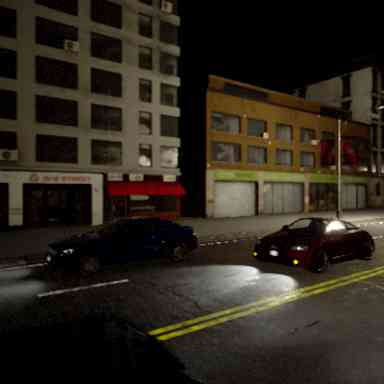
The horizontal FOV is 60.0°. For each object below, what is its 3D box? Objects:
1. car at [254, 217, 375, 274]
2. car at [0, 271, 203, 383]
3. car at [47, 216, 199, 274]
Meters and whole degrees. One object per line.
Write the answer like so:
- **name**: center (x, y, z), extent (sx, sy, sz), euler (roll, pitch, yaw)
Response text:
- **car**: center (3.909, 1.513, 10.467), extent (4.181, 1.385, 1.994), euler (0, 0, -36)
- **car**: center (-2.158, 1.605, 1.900), extent (4.718, 1.301, 1.895), euler (0, 0, -36)
- **car**: center (-1.941, 1.502, 10.286), extent (4.674, 1.442, 1.812), euler (0, 0, -35)
